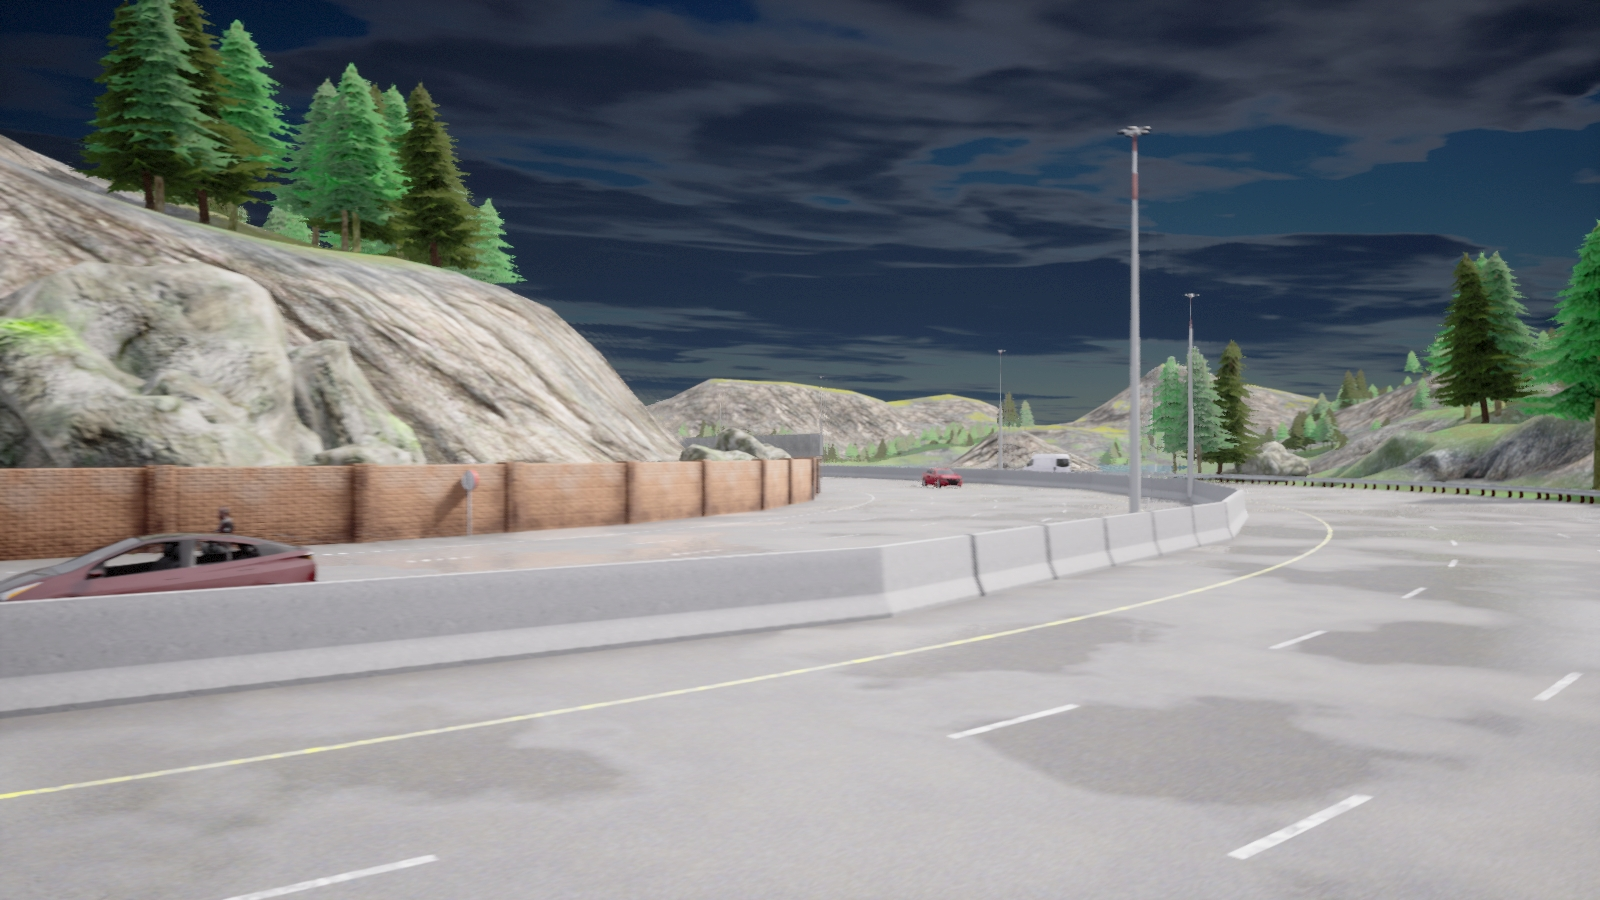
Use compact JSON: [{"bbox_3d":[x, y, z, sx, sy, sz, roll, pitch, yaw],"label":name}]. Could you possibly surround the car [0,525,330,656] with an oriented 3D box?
[{"bbox_3d":[-10.000,2.075,17.866,4.514,1.525,2.007,0,0,-39],"label":"car"}]
